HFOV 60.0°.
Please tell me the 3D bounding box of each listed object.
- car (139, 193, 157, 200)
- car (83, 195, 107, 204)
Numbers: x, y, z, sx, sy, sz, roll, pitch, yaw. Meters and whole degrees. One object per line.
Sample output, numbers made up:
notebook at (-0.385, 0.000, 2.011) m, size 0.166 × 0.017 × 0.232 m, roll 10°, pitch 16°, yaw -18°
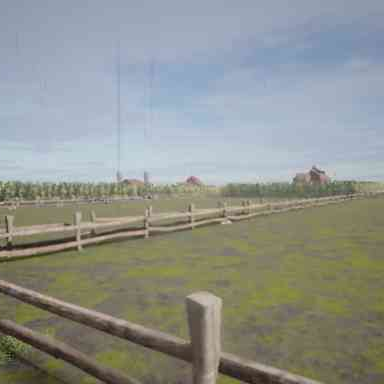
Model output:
car at (-9.801, 0.990, 74.297) m, size 1.837 × 1.490 × 4.892 m, roll 0°, pitch 1°, yaw 28°
car at (-17.606, 1.323, 60.469) m, size 1.837 × 1.490 × 4.892 m, roll 0°, pitch 1°, yaw 30°
